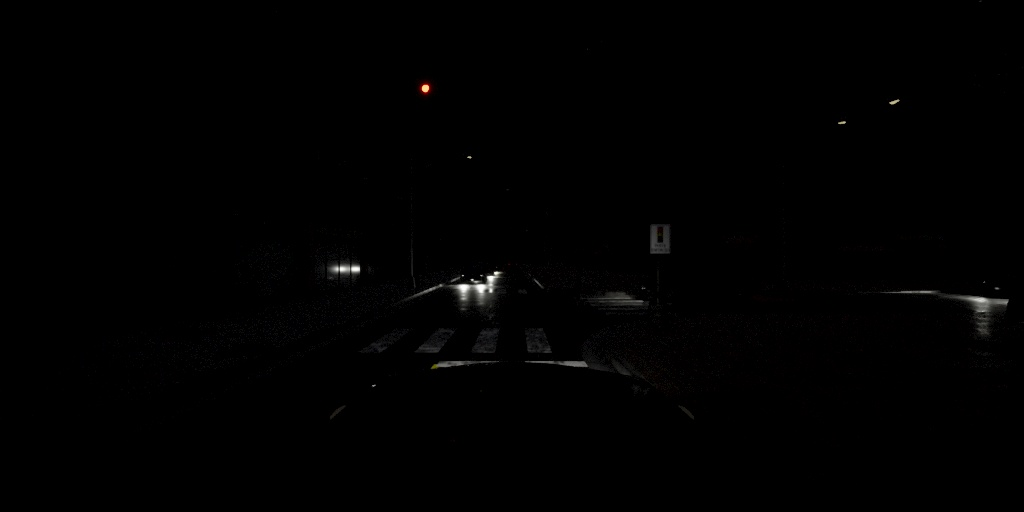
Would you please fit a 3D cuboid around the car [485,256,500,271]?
[{"bbox_3d":[-2.873,0.996,48.973,2.150,2.045,5.566,0,0,0],"label":"car"}]

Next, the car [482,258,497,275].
[{"bbox_3d":[-2.875,1.268,38.451,1.837,1.490,4.892,0,0,0],"label":"car"}]

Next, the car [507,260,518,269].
[{"bbox_3d":[0.070,1.331,57.057,2.033,1.411,5.357,0,0,-1],"label":"car"}]

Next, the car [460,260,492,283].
[{"bbox_3d":[-2.883,1.303,28.043,2.033,1.411,5.357,0,0,-1],"label":"car"}]

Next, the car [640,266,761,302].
[{"bbox_3d":[8.341,1.197,16.107,4.892,1.490,1.837,0,0,4],"label":"car"}]

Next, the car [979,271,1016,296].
[{"bbox_3d":[23.952,1.136,15.968,4.674,1.442,1.812,-1,0,0],"label":"car"}]
